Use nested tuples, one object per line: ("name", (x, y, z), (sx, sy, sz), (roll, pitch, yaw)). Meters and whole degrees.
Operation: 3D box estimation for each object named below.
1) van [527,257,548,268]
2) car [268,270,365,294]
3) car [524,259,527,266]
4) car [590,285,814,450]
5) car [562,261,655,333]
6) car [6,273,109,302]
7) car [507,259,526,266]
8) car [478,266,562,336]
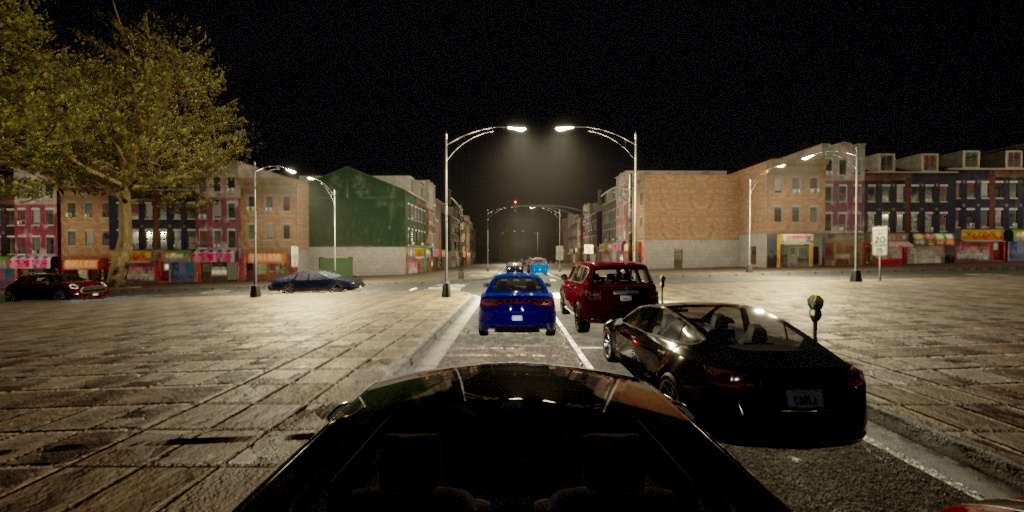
("van", (2.760, 1.095, 37.057), (1.690, 1.789, 3.998), (0, 0, 0))
("car", (-12.175, 1.604, 22.483), (5.357, 1.411, 2.033), (-2, 1, 0))
("car", (2.779, 1.074, 42.462), (2.192, 1.841, 5.009), (0, 0, 0))
("car", (2.646, 1.314, 5.294), (1.948, 1.339, 4.313), (0, 0, 0))
("car", (2.666, 1.062, 10.696), (2.192, 1.841, 5.009), (0, 0, 0))
("car", (-28.432, 1.896, 22.531), (4.553, 1.767, 2.097), (-2, 1, 0))
("car", (0.297, 1.358, 41.089), (1.895, 1.301, 4.718), (0, 0, 0))
("car", (0.144, 1.225, 10.419), (1.882, 1.535, 5.008), (0, 0, 1))
